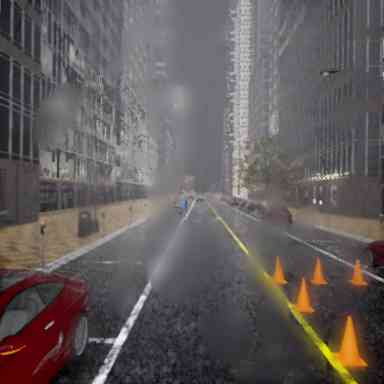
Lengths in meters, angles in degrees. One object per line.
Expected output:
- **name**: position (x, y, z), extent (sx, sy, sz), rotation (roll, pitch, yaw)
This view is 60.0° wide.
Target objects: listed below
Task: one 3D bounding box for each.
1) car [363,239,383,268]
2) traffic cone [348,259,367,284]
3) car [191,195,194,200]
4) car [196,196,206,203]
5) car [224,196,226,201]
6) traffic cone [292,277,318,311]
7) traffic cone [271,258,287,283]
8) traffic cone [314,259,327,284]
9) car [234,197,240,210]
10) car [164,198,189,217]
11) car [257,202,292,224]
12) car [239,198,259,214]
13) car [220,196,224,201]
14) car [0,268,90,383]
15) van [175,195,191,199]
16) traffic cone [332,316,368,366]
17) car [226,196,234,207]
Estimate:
- **car**: position (6.205, 1.669, 8.801), extent (1.802, 1.307, 4.206), rotation (1, 0, 1)
- **traffic cone**: position (4.228, 2.017, 8.478), extent (0.340, 0.580, 0.340), rotation (1, 0, 1)
- **car**: position (-0.284, 1.511, 94.359), extent (1.887, 1.381, 4.507), rotation (1, 0, 1)
- **car**: position (1.925, 1.590, 72.668), extent (1.994, 1.385, 4.181), rotation (1, 0, 1)
- **car**: position (7.339, 1.546, 60.021), extent (1.967, 1.590, 4.097), rotation (1, 0, 1)
- **traffic cone**: position (2.185, 1.989, 6.523), extent (0.340, 0.580, 0.340), rotation (1, 0, 1)
- **traffic cone**: position (2.228, 1.991, 8.523), extent (0.340, 0.580, 0.340), rotation (1, 0, 1)
- **traffic cone**: position (3.228, 2.004, 8.501), extent (0.340, 0.580, 0.340), rotation (1, 0, 1)
- **car**: position (6.960, 1.664, 42.948), extent (2.008, 1.369, 4.403), rotation (1, 0, 1)
- **car**: position (-1.669, 1.554, 31.754), extent (2.008, 1.369, 4.403), rotation (1, 0, 1)
- **car**: position (6.582, 1.687, 25.874), extent (1.802, 1.307, 4.206), rotation (1, 0, 1)
- **car**: position (6.835, 1.663, 37.256), extent (2.008, 1.369, 4.403), rotation (1, 0, 1)
- **car**: position (7.842, 1.633, 82.785), extent (1.887, 1.381, 4.507), rotation (1, 0, 1)
- **car**: position (-2.299, 1.555, 3.298), extent (1.802, 1.307, 4.206), rotation (1, 0, 1)
- **van**: position (-1.414, 1.347, 43.137), extent (1.690, 1.788, 3.998), rotation (1, 0, 1)
- **traffic cone**: position (2.140, 1.987, 4.524), extent (0.340, 0.580, 0.340), rotation (1, 0, 1)
- **car**: position (7.214, 1.549, 54.330), extent (1.967, 1.590, 4.097), rotation (1, 0, 1)
